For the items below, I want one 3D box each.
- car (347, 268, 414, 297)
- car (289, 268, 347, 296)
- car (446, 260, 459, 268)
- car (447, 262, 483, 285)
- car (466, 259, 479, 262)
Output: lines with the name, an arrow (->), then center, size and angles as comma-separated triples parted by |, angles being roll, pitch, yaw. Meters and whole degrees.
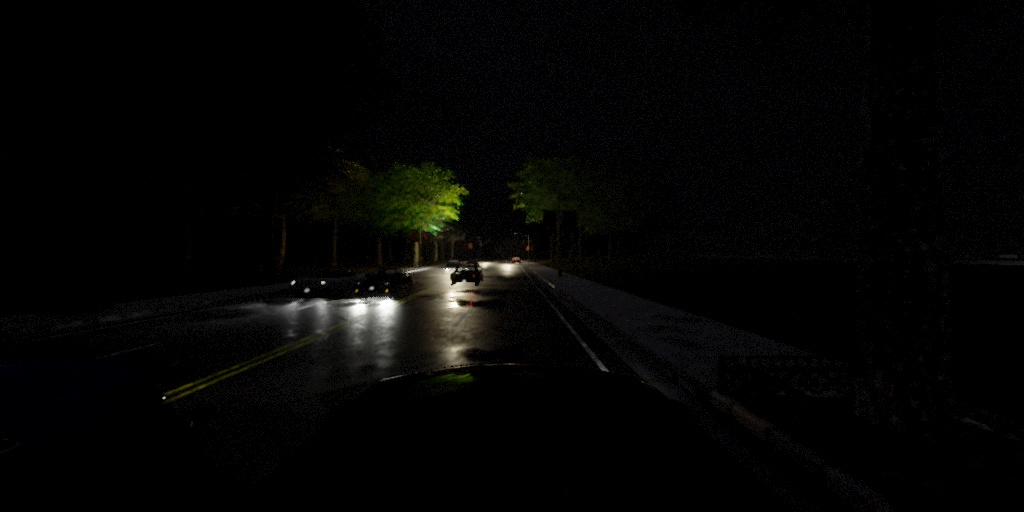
car -> -6.594, 1.317, 18.828 | 1.994, 1.385, 4.181 | 0, 0, 0
car -> -9.846, 1.354, 19.452 | 1.895, 1.301, 4.718 | 0, 0, 0
car -> -9.779, 1.313, 59.819 | 1.895, 1.301, 4.718 | 0, 0, 1
car -> -3.146, 1.348, 25.762 | 1.895, 1.301, 4.718 | 0, 0, 0
car -> -6.533, 1.215, 59.824 | 1.837, 1.490, 4.892 | 0, 0, 1
